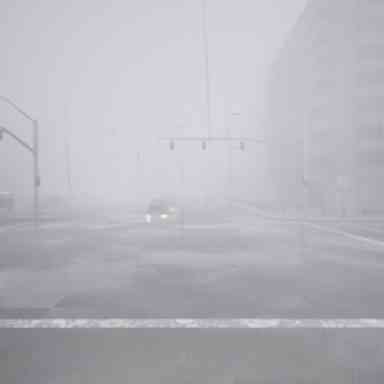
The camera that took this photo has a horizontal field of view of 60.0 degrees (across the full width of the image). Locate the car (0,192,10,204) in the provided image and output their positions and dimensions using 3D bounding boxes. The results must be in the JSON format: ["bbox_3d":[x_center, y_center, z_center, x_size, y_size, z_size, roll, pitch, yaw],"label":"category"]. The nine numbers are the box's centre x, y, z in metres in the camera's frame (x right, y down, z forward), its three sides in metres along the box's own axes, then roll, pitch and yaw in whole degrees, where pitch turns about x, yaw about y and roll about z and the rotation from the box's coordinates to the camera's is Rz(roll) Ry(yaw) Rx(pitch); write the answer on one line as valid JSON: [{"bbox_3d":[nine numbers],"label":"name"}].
[{"bbox_3d":[-43.562,1.122,75.021,1.905,1.878,3.866,0,0,0],"label":"car"}]

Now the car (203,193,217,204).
[{"bbox_3d":[3.504,1.194,63.998,2.150,2.045,5.566,0,0,0],"label":"car"}]

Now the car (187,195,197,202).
[{"bbox_3d":[0.004,1.351,73.544,2.128,1.511,4.902,0,0,0],"label":"car"}]

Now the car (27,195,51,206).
[{"bbox_3d":[-26.707,1.370,57.530,1.970,1.475,3.806,0,0,0],"label":"car"}]

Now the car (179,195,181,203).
[{"bbox_3d":[-3.496,1.251,68.511,2.150,2.045,5.566,0,0,0],"label":"car"}]

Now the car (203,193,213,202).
[{"bbox_3d":[3.504,1.181,73.514,2.097,1.767,4.553,0,0,0],"label":"car"}]

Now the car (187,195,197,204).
[{"bbox_3d":[0.004,1.498,64.568,1.812,1.442,4.674,0,0,0],"label":"car"}]

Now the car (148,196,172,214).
[{"bbox_3d":[-3.588,1.462,35.877,1.882,1.535,5.008,0,0,0],"label":"car"}]

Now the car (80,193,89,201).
[{"bbox_3d":[-23.938,1.123,74.988,1.905,1.878,3.866,0,0,0],"label":"car"}]

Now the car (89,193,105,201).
[{"bbox_3d":[-21.044,1.120,74.923,1.932,1.855,4.605,0,0,0],"label":"car"}]

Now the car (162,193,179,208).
[{"bbox_3d":[-3.578,1.189,49.420,2.150,2.045,5.566,0,2,0],"label":"car"}]
